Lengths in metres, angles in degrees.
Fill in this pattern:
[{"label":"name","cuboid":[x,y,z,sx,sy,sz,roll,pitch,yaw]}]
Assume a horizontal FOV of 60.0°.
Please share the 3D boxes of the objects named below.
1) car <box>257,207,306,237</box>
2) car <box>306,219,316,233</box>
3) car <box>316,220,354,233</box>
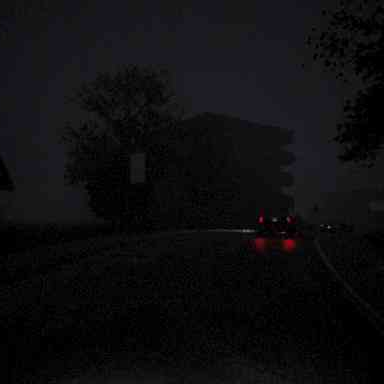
[{"label":"car","cuboid":[5.563,1.778,20.686,2.097,1.767,4.553,-2,-5,25]},{"label":"car","cuboid":[11.357,3.519,34.792,1.837,1.490,4.892,-4,-8,44]},{"label":"car","cuboid":[14.180,3.437,32.484,1.994,1.385,4.181,-4,-8,44]}]
